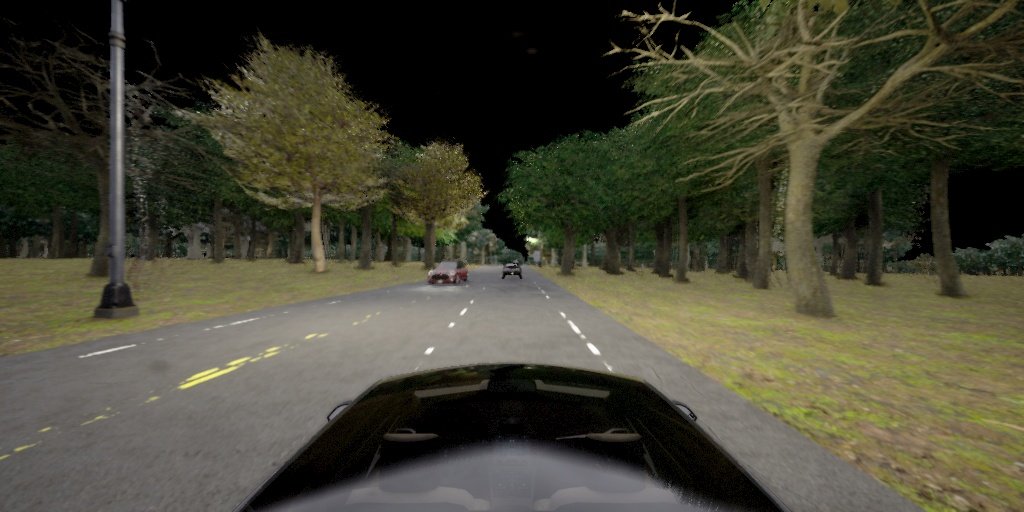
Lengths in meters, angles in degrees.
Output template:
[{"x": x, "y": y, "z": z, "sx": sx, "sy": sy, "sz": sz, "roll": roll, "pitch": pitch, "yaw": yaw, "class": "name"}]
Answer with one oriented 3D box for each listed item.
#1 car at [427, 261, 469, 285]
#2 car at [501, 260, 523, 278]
[{"x": -4.613, "y": 1.148, "z": 26.479, "sx": 2.097, "sy": 1.767, "sz": 4.553, "roll": 0, "pitch": 0, "yaw": 7, "class": "car"}, {"x": 0.016, "y": 1.329, "z": 34.577, "sx": 1.837, "sy": 1.490, "sz": 4.892, "roll": 0, "pitch": 0, "yaw": 0, "class": "car"}]
